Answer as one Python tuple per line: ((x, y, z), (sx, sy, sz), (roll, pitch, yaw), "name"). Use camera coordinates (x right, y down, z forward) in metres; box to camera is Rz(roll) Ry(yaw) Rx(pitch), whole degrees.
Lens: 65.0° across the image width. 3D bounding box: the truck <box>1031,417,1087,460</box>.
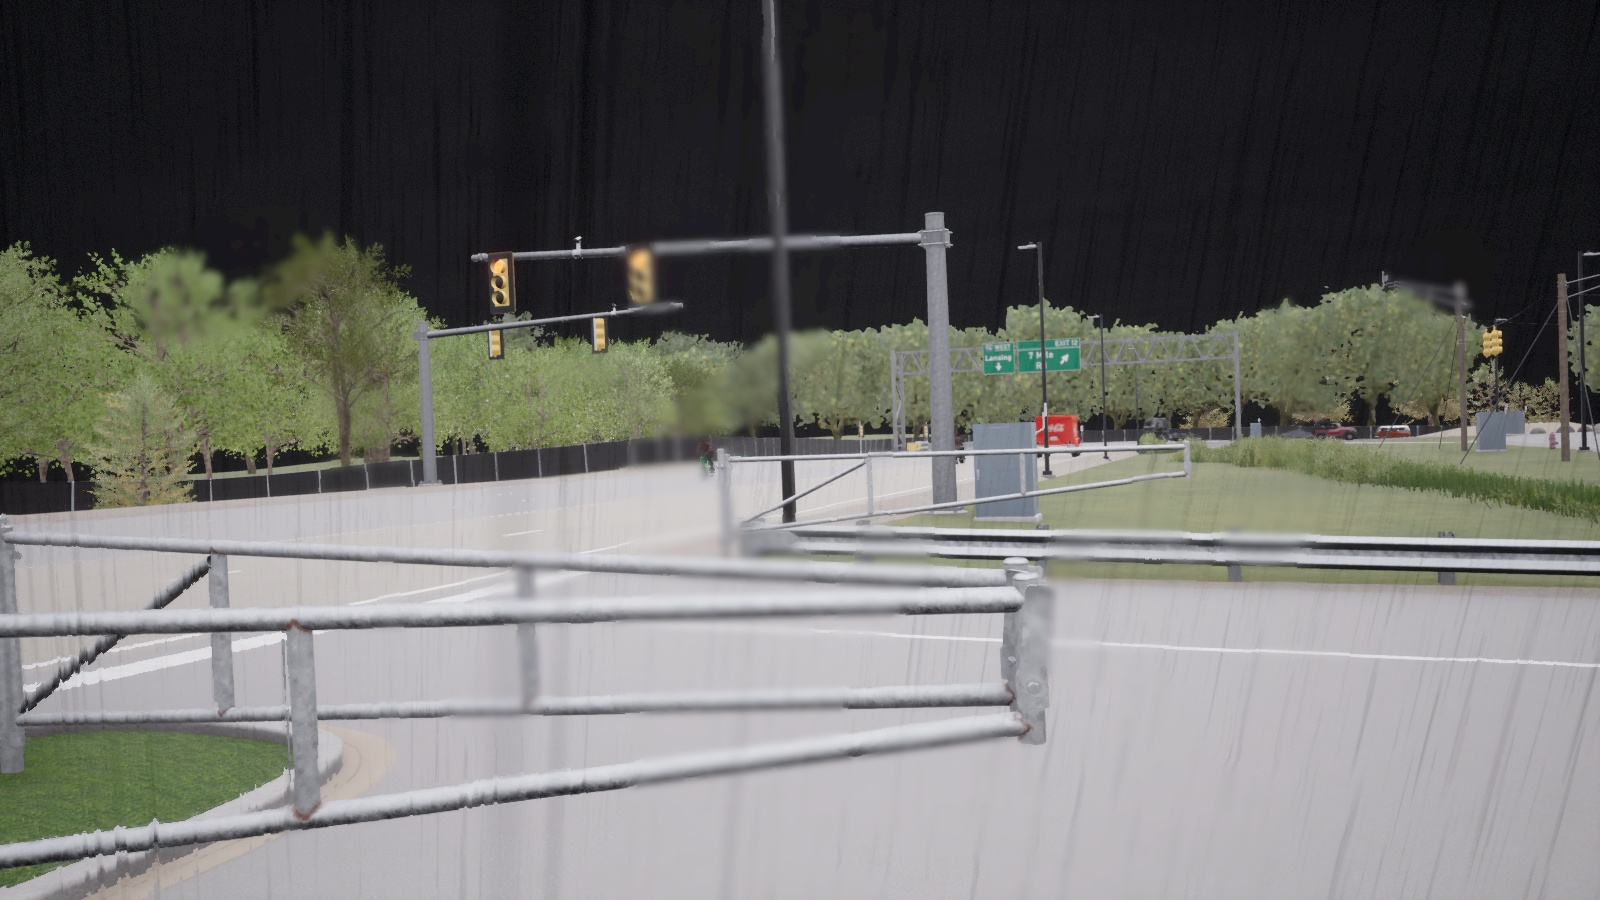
((15.557, -0.699, 75.295), (2.627, 2.467, 5.204), (-1, 0, 18), "truck")
